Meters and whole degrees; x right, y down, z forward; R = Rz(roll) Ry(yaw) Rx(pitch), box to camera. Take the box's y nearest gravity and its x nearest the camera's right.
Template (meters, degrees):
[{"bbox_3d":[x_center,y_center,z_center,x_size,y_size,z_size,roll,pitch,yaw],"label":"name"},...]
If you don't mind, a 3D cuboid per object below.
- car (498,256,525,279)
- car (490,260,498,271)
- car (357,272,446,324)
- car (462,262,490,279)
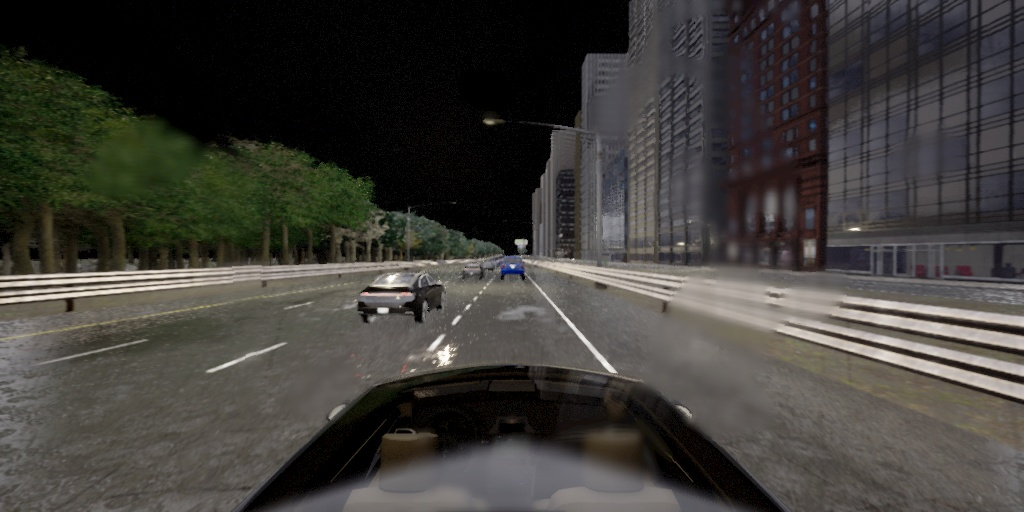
[{"bbox_3d":[0.060,1.102,34.557,2.150,2.045,5.566,0,0,0],"label":"car"},{"bbox_3d":[-3.629,1.542,53.826,1.994,1.385,4.181,0,0,0],"label":"car"},{"bbox_3d":[-3.502,1.275,12.155,2.128,1.511,4.902,0,0,0],"label":"car"},{"bbox_3d":[-3.546,1.364,33.842,2.128,1.511,4.902,0,0,0],"label":"car"}]
